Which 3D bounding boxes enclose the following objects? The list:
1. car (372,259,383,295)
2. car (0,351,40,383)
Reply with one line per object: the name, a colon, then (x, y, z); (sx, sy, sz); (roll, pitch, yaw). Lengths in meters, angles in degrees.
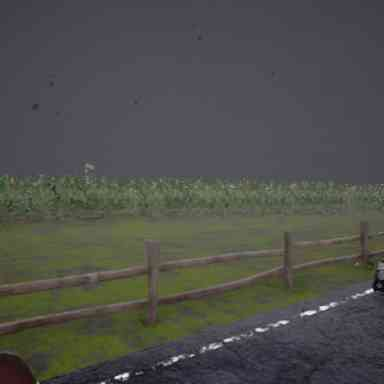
car: (5.852, 1.608, 7.394); (4.181, 1.385, 1.994); (0, 0, -36)
car: (-2.701, 1.557, 1.199); (4.181, 1.385, 1.994); (0, 0, -35)
